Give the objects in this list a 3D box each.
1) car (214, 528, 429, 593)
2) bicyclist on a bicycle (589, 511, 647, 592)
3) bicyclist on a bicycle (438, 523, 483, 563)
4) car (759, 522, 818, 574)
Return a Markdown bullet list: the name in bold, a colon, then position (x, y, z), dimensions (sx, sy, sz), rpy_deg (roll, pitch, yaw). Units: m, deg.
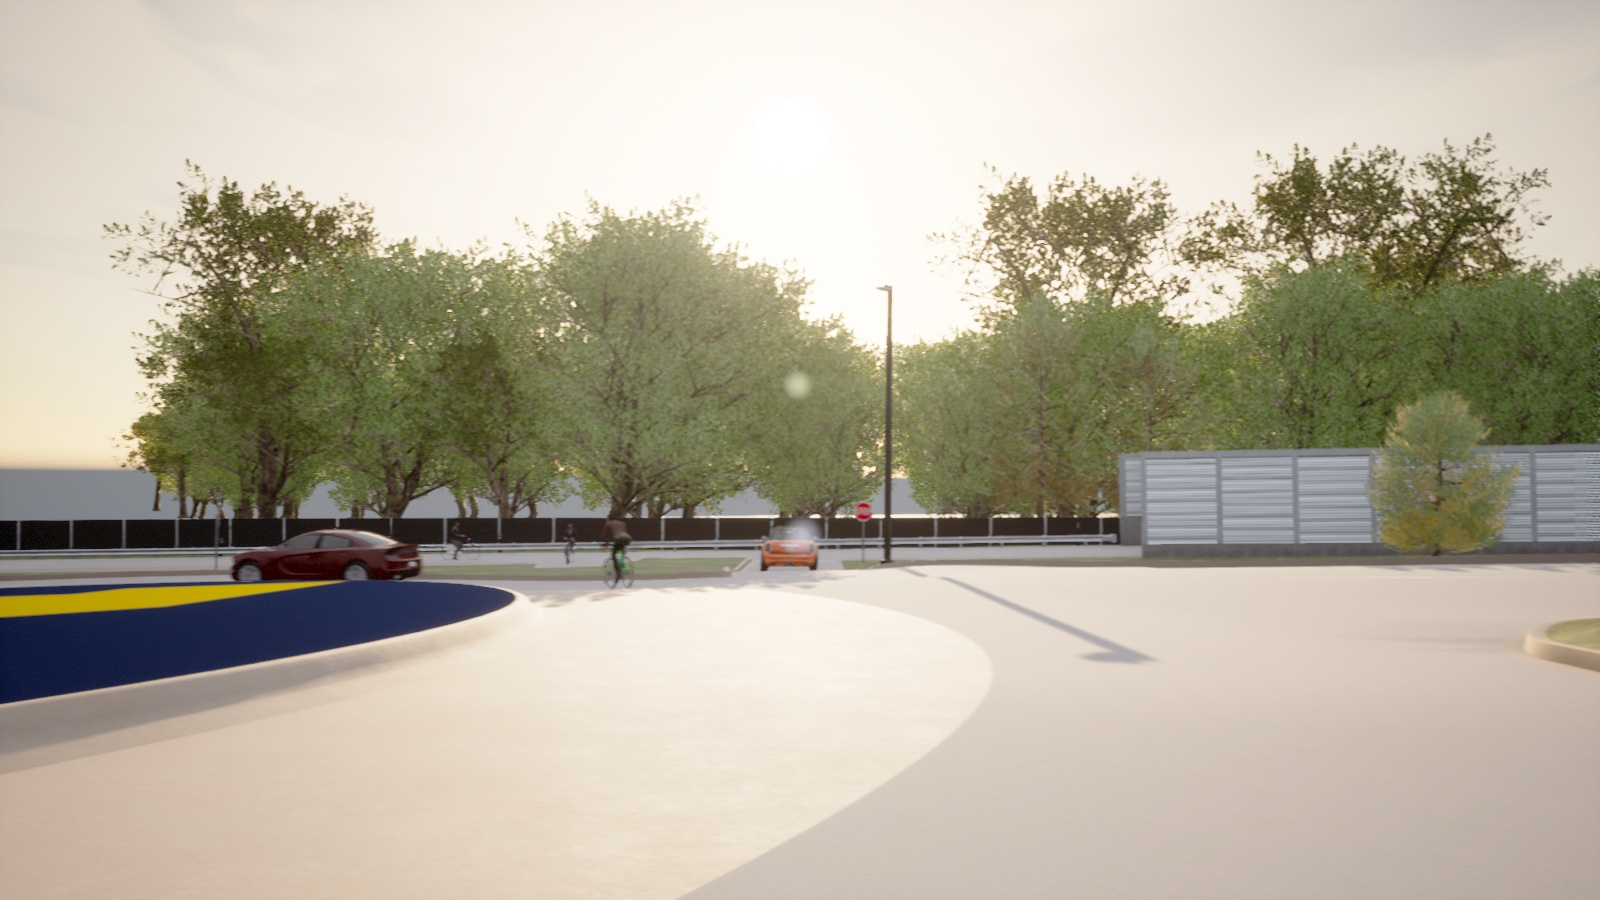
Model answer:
- **car**: position (-12.436, 2.860, 32.722), dimensions (5.008, 1.535, 1.882), rpy_deg (-1, -1, 12)
- **bicyclist on a bicycle**: position (-3.897, 2.177, 26.716), dimensions (0.582, 1.620, 1.656), rpy_deg (-2, -5, -29)
- **bicyclist on a bicycle**: position (-15.564, 4.242, 57.524), dimensions (1.843, 1.776, 0.659), rpy_deg (-1, -1, 3)
- **car**: position (-0.434, 3.640, 47.191), dimensions (2.097, 1.767, 4.553), rpy_deg (0, -2, 0)
